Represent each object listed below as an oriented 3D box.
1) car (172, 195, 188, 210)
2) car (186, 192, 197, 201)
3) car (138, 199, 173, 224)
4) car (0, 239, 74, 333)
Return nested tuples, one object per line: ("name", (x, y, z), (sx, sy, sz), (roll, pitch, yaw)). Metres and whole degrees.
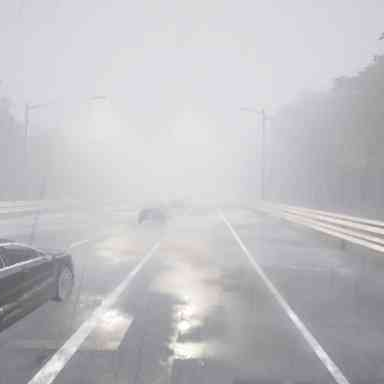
("car", (-1.926, 1.452, 42.431), (1.812, 1.442, 4.674), (0, 0, 2))
("car", (-0.658, 1.168, 71.565), (2.128, 1.511, 4.902), (0, 1, 2))
("car", (-2.710, 1.482, 24.417), (1.812, 1.442, 4.674), (0, 0, 2))
("car", (-3.539, 1.478, 5.327), (2.128, 1.511, 4.902), (0, 0, 2))
